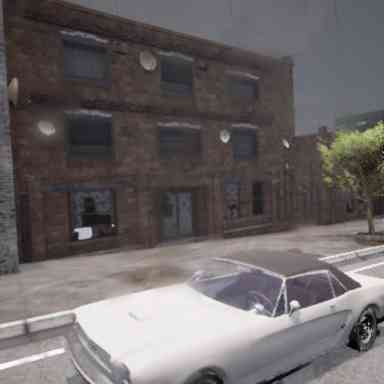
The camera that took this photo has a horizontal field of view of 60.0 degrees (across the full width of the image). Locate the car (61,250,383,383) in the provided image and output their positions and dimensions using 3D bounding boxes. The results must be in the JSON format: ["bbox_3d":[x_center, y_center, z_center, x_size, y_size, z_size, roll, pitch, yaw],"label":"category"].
[{"bbox_3d":[0.807,1.587,4.567,4.718,1.301,1.895,0,0,-35],"label":"car"}]
